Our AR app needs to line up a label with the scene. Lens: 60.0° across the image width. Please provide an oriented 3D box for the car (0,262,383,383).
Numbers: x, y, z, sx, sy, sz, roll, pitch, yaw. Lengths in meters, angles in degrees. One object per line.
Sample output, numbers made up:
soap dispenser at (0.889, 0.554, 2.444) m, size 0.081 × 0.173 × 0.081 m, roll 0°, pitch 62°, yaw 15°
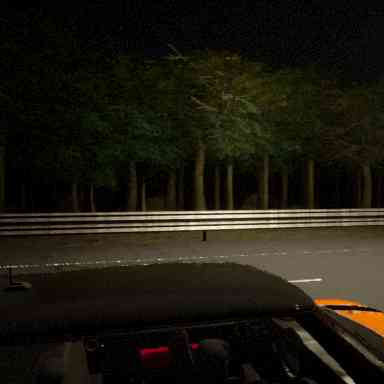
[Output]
car at (0.265, 1.351, 2.387) m, size 4.553 × 1.767 × 2.097 m, roll 0°, pitch 0°, yaw -14°
